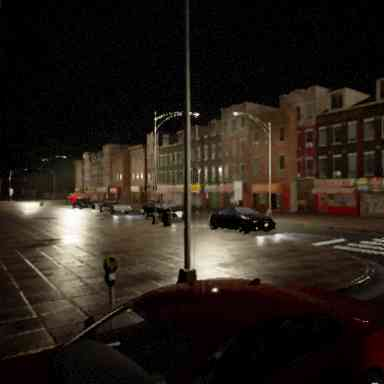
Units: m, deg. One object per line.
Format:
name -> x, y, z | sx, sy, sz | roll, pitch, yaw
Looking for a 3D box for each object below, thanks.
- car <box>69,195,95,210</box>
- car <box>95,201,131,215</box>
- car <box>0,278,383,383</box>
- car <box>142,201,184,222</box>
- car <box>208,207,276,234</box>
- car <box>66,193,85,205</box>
car -> -14.038, 1.530, 43.136 | 1.812, 1.442, 4.674 | 0, 0, -35
car -> -8.124, 1.602, 34.744 | 1.895, 1.301, 4.718 | 0, 0, -35
car -> 0.018, 1.546, 2.830 | 4.507, 1.381, 1.887 | 0, 0, -36
car -> -2.293, 1.496, 26.528 | 2.128, 1.511, 4.902 | 0, 0, -35
car -> 2.820, 1.577, 19.337 | 1.994, 1.385, 4.181 | 0, 0, -35
car -> -19.378, 1.215, 55.652 | 2.150, 2.045, 5.566 | 0, 0, -35
